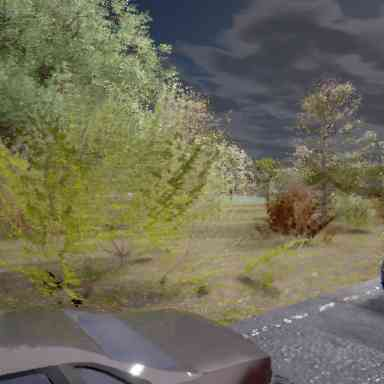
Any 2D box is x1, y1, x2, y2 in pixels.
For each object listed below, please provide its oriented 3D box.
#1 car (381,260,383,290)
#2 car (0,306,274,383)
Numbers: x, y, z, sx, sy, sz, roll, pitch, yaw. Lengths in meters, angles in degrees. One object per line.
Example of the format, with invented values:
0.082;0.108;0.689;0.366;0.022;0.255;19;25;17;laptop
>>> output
6.288;1.546;7.745;5.008;1.535;1.882;0;-1;-36;car
-1.758;1.560;1.778;5.357;1.411;2.033;0;-1;-37;car
